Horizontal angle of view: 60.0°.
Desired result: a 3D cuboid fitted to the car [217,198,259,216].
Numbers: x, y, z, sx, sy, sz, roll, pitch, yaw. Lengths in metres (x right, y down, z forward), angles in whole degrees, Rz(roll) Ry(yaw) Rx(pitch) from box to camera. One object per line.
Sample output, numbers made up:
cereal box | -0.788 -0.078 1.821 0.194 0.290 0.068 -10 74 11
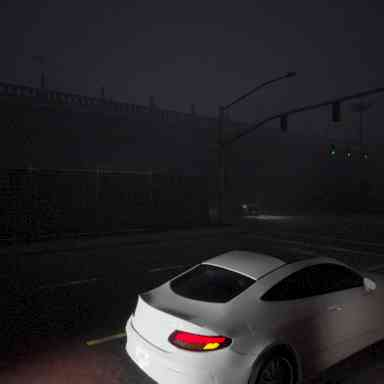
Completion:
car | 4.633 1.407 33.976 2.097 1.767 4.553 0 0 -36

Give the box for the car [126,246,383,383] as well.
car | 1.378 1.526 4.766 4.674 1.442 1.812 0 0 -35
